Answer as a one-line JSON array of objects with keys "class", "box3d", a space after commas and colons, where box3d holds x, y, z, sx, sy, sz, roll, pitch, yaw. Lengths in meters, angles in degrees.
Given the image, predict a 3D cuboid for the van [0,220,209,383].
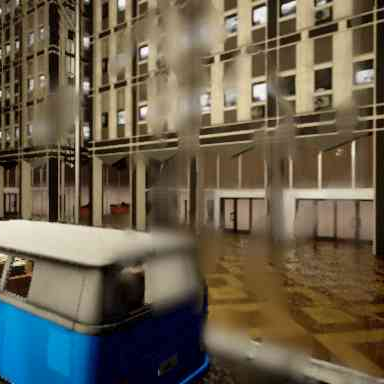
[{"class": "van", "box3d": [-1.718, 1.318, 4.100, 3.998, 1.788, 1.690, 0, 0, 35]}]
